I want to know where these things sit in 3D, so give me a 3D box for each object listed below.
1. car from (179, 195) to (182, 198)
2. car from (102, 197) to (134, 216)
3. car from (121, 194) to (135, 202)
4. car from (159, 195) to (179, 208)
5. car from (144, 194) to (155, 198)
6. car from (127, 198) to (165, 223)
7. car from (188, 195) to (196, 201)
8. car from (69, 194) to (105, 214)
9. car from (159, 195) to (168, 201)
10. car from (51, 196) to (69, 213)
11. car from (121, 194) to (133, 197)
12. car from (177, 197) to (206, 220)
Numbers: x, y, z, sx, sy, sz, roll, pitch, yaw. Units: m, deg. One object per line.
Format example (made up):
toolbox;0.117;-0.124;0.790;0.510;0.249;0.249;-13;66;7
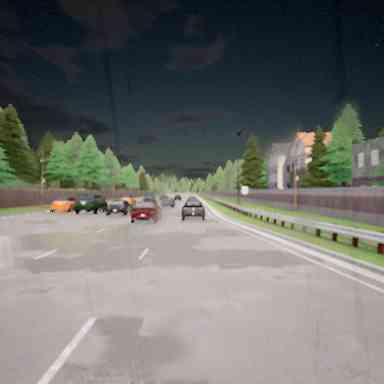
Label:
car;-3.481;1.428;80.953;1.837;1.490;4.892;0;0;0
car;-6.905;1.497;32.058;1.812;1.442;4.674;0;0;0
car;-13.983;1.287;72.592;2.097;1.767;4.553;0;0;0
car;-3.388;1.505;48.261;2.033;1.411;5.357;0;0;0
car;-6.886;1.457;53.928;1.837;1.490;4.892;0;0;0
car;-3.393;1.455;25.388;1.882;1.535;5.008;0;0;0
car;0.020;1.523;81.399;1.895;1.301;4.718;0;0;0
car;-10.391;1.191;34.458;2.150;2.045;5.566;0;0;0
car;-6.981;1.428;80.954;1.837;1.490;4.892;0;0;0
car;-13.891;1.319;37.095;2.097;1.767;4.553;0;0;0
car;-10.387;1.304;53.644;2.097;1.767;4.553;0;0;0
car;0.107;1.466;27.847;2.128;1.511;4.902;0;0;0
